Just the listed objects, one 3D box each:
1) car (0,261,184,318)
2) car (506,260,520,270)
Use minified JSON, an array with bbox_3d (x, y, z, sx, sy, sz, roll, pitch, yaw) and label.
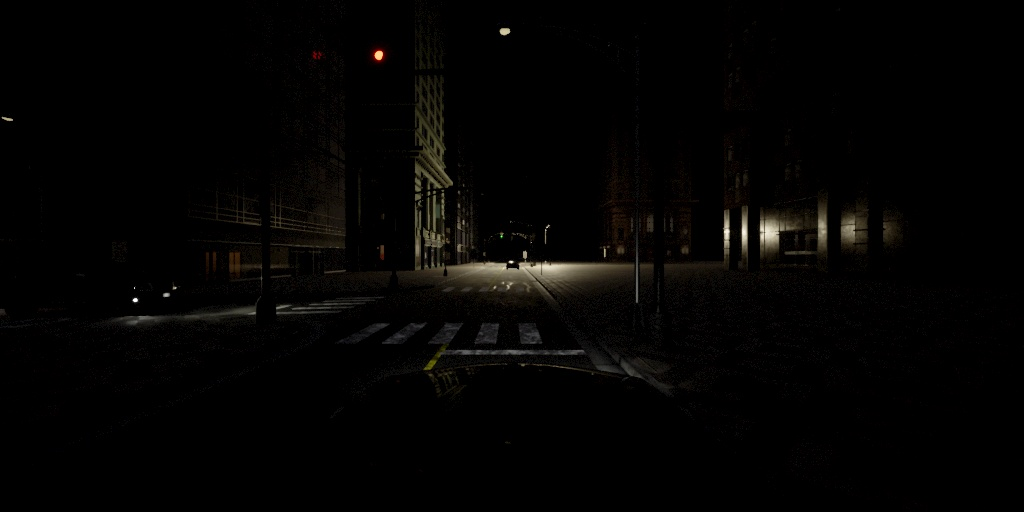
[{"bbox_3d":[-16.103,1.192,13.818,5.566,2.045,2.150,-1,0,0],"label":"car"},{"bbox_3d":[0.117,1.325,53.436,1.994,1.385,4.181,0,0,0],"label":"car"}]
